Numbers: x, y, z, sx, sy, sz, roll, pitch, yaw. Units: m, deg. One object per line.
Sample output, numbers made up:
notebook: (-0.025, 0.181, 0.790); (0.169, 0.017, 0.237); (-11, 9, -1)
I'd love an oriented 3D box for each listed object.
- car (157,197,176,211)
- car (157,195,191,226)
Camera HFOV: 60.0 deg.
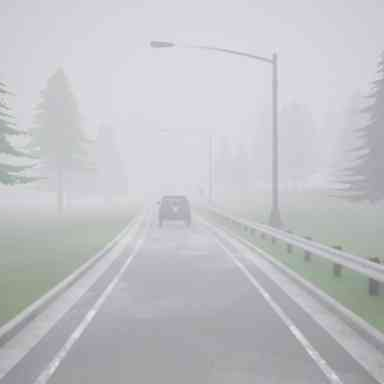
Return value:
car: (-3.355, 1.505, 42.829); (2.128, 1.511, 4.902); (0, 0, -7)
car: (-1.299, 1.228, 23.753); (2.150, 2.045, 5.566); (0, 0, -5)
